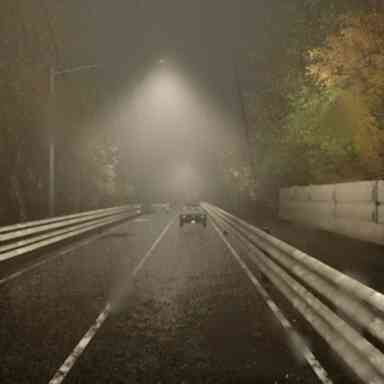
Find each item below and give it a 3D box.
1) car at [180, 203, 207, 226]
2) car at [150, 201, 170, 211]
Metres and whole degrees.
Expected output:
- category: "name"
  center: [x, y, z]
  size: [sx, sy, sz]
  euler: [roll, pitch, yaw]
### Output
- category: "car"
  center: [0.075, 1.762, 24.889]
  size: [1.895, 1.301, 4.718]
  euler: [0, -1, 0]
- category: "car"
  center: [-3.286, 1.521, 34.436]
  size: [1.812, 1.442, 4.674]
  euler: [0, -1, 0]
